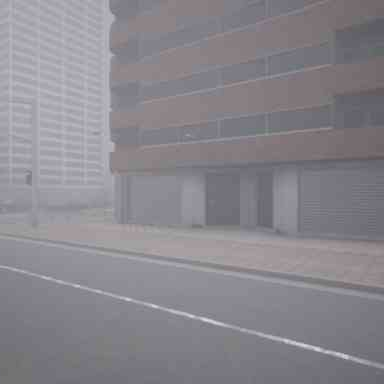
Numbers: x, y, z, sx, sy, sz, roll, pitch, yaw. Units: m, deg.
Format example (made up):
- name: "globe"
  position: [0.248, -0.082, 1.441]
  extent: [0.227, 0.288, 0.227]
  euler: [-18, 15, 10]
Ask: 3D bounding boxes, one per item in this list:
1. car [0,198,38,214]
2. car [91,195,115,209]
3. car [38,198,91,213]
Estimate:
- name: "car"
  position: [-18.771, 1.450, 35.614]
  extent: [1.882, 1.535, 5.008]
  euler: [0, 0, 35]
- name: "car"
  position: [-12.816, 1.477, 44.169]
  extent: [1.837, 1.490, 4.892]
  euler: [0, 0, 35]
- name: "car"
  position: [-13.907, 1.576, 36.478]
  extent: [1.895, 1.301, 4.718]
  euler: [0, 0, 35]
